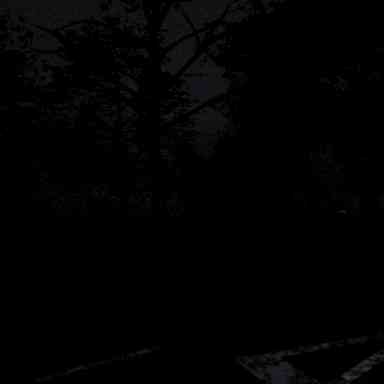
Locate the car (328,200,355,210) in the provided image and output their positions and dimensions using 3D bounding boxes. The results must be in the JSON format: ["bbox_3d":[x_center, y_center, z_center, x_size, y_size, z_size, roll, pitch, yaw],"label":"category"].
[{"bbox_3d":[19.515,1.698,43.582,1.895,1.301,4.718,0,0,3],"label":"car"}]
